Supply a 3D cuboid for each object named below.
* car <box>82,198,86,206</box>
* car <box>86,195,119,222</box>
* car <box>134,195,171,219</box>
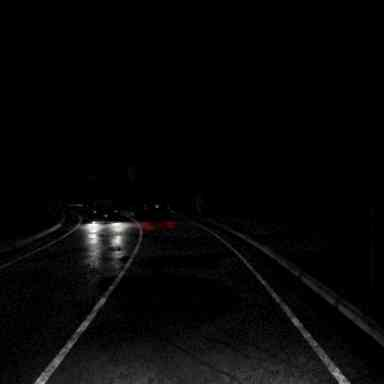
[{"bbox_3d":[-11.494,1.008,39.495,1.994,1.385,4.181,0,1,-40],"label":"car"},{"bbox_3d":[-6.188,1.199,23.148,1.812,1.442,4.674,0,1,-20],"label":"car"},{"bbox_3d":[-3.107,1.024,25.235,2.097,1.767,4.553,0,1,-18],"label":"car"}]
